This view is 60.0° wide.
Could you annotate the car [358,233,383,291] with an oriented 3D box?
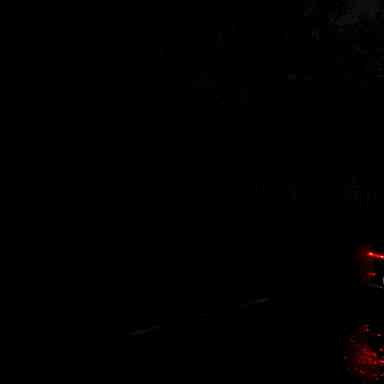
[{"bbox_3d":[5.776,1.473,7.629,4.892,1.490,1.837,1,0,-34],"label":"car"}]
